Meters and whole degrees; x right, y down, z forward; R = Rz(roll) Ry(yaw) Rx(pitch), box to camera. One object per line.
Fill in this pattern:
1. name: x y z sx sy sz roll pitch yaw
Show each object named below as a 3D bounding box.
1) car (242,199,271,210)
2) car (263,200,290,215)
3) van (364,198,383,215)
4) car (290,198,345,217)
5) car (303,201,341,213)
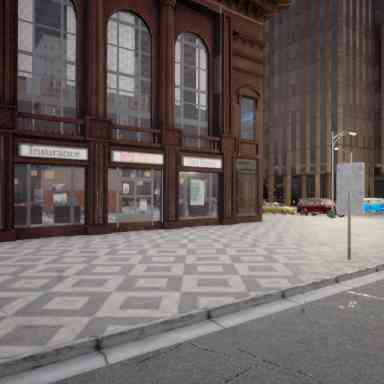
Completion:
1. car: 9.913 1.891 51.369 1.967 1.590 4.097 -1 0 -35
2. car: 9.532 1.798 37.118 1.752 1.417 4.829 0 0 -35
3. van: 19.635 1.588 37.581 1.690 1.788 3.998 -1 0 -35
4. car: 12.672 1.522 32.661 2.192 1.841 5.009 0 0 -35
5. car: 16.397 1.897 42.176 1.802 1.307 4.206 -1 0 -35
